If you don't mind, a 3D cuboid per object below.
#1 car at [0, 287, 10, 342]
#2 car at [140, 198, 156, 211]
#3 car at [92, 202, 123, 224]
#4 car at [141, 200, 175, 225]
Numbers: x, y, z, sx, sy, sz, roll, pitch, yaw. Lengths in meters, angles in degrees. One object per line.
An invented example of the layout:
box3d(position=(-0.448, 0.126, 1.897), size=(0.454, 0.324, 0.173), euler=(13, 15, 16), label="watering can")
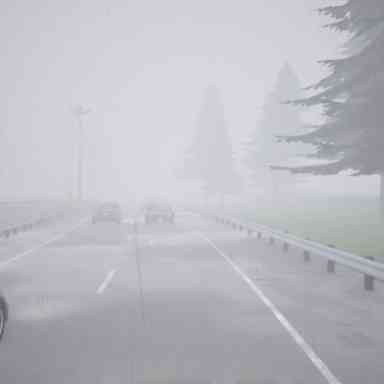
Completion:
box3d(position=(-3.601, 1.517, 3.075), size=(1.812, 1.442, 4.674), euler=(0, 0, -2), label="car")
box3d(position=(-4.537, 1.355, 35.478), size=(1.812, 1.442, 4.674), euler=(0, 0, -11), label="car")
box3d(position=(-5.922, 1.440, 23.512), size=(2.033, 1.411, 5.357), euler=(0, 0, -10), label="car")
box3d(position=(-2.339, 1.488, 23.118), size=(1.895, 1.301, 4.718), euler=(0, 0, -9), label="car")
